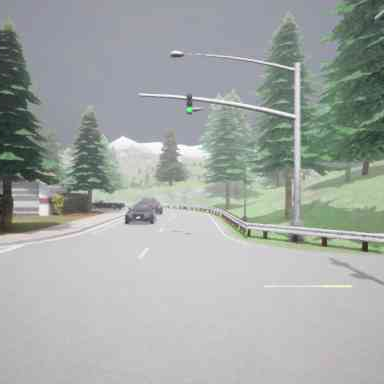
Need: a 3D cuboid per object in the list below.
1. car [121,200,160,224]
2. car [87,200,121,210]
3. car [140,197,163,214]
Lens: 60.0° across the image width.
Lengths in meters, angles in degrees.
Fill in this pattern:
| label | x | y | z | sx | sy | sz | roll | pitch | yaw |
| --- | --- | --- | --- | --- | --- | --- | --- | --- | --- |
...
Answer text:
| label | x | y | z | sx | sy | sz | roll | pitch | yaw |
| --- | --- | --- | --- | --- | --- | --- | --- | --- | --- |
| car | -3.726 | 1.564 | 24.688 | 1.994 | 1.385 | 4.181 | 0 | 0 | -2 |
| car | -10.955 | 1.607 | 42.291 | 4.718 | 1.301 | 1.895 | 0 | 0 | 15 |
| car | -4.460 | 1.352 | 34.486 | 2.097 | 1.767 | 4.553 | 0 | 0 | -19 |
